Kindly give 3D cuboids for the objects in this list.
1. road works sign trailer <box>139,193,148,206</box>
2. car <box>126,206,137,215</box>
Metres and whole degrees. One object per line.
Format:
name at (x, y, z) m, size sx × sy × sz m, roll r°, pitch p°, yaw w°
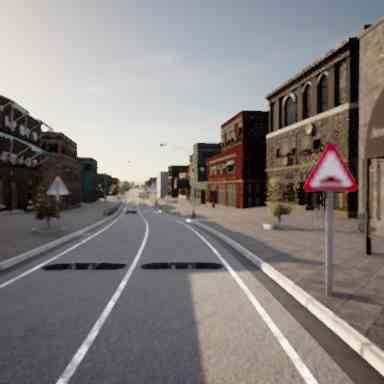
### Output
road works sign trailer at (-13.069, 1.946, 89.549) m, size 2.380 × 3.560 × 2.880 m, roll 0°, pitch 1°, yaw -10°
car at (-10.526, 3.153, 57.841) m, size 2.033 × 1.411 × 5.357 m, roll 0°, pitch -1°, yaw -10°
